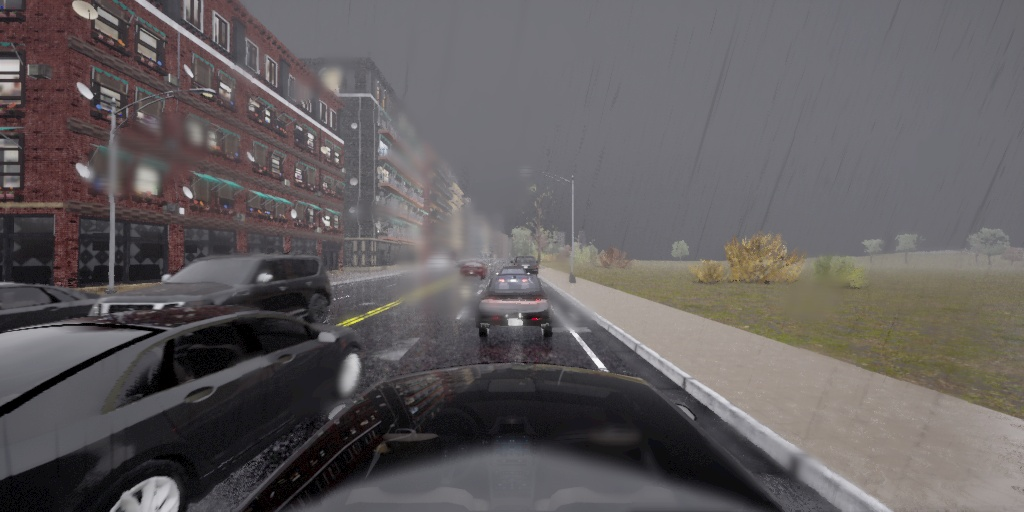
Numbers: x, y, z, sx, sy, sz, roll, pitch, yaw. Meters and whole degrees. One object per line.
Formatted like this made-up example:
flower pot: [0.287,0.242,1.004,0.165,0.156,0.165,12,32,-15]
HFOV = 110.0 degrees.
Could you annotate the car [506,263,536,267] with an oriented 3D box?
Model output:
car: [0.060,1.301,20.712,2.033,1.411,5.357,0,0,0]

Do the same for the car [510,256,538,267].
car: [1.069,0.979,30.924,2.150,2.045,5.566,0,0,0]

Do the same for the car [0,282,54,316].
car: [-9.859,1.255,6.093,1.837,1.490,4.892,0,0,0]

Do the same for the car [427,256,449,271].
car: [-9.960,0.975,48.736,2.150,2.045,5.566,0,0,0]

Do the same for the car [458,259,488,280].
car: [-3.220,1.232,31.536,1.882,1.535,5.008,0,0,0]

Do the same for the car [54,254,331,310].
car: [-6.616,0.973,8.839,2.150,2.045,5.566,0,0,0]

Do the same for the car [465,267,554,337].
car: [0.081,1.243,10.272,2.128,1.511,4.902,0,0,0]

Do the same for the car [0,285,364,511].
car: [-3.154,1.254,3.555,1.837,1.490,4.892,0,0,0]
